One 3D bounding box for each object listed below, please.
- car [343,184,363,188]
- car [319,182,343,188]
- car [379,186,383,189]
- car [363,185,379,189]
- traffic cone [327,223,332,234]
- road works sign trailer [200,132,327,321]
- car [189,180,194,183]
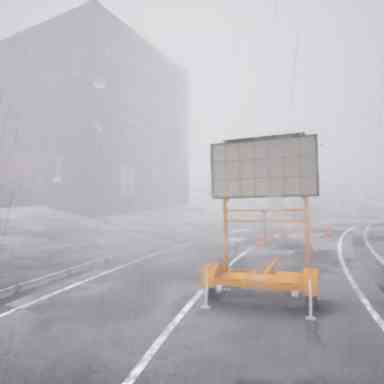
[{"bbox_3d":[34.450,-0.973,73.359,4.792,1.488,2.163,2,-6,-24],"label":"car"},{"bbox_3d":[29.200,-1.282,71.085,4.553,1.767,2.185,2,-6,-22],"label":"car"},{"bbox_3d":[44.341,-0.677,78.028,4.892,1.521,2.231,2,-6,-26],"label":"car"},{"bbox_3d":[39.465,-0.805,75.659,4.674,1.452,2.002,2,-6,-25],"label":"car"},{"bbox_3d":[7.898,2.089,19.186,0.340,0.580,0.340,-3,-2,22],"label":"traffic cone"},{"bbox_3d":[1.680,0.531,7.634,2.380,3.560,2.880,-2,-1,23],"label":"road works sign trailer"},{"bbox_3d":[-1.907,-1.883,59.866,4.553,1.767,2.185,1,-5,-19],"label":"car"}]
